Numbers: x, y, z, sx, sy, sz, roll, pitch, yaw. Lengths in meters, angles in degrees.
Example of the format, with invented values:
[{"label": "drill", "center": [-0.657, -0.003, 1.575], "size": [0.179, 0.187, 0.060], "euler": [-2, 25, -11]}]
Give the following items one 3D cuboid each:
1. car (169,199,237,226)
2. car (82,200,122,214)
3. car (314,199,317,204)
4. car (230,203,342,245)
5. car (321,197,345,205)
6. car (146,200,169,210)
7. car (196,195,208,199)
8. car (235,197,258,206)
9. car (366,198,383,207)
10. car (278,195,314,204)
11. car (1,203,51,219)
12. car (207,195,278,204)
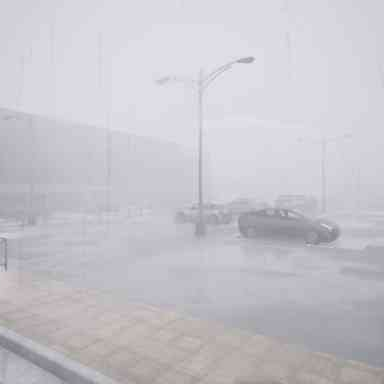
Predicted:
[{"label": "car", "center": [0.731, 1.424, 22.436], "size": [3.806, 1.475, 1.970], "euler": [0, 0, 35]}, {"label": "car", "center": [-10.302, 1.681, 38.172], "size": [1.837, 1.490, 4.892], "euler": [0, 0, 35]}, {"label": "car", "center": [12.883, 1.289, 40.931], "size": [4.605, 1.855, 1.932], "euler": [0, 0, 35]}, {"label": "car", "center": [4.378, 1.490, 15.379], "size": [4.514, 1.523, 2.007], "euler": [0, 0, 35]}, {"label": "car", "center": [23.710, 1.565, 56.035], "size": [3.633, 1.501, 1.845], "euler": [0, 0, 35]}, {"label": "car", "center": [-4.523, 1.740, 46.326], "size": [1.994, 1.385, 4.181], "euler": [0, 0, 36]}, {"label": "car", "center": [2.628, 1.397, 50.057], "size": [2.150, 2.045, 5.566], "euler": [0, 0, 35]}, {"label": "car", "center": [10.013, 1.668, 60.538], "size": [2.128, 1.511, 4.902], "euler": [0, 0, 35]}, {"label": "car", "center": [28.055, 1.576, 49.322], "size": [3.806, 1.475, 1.970], "euler": [0, 0, 35]}, {"label": "car", "center": [11.544, 1.269, 38.320], "size": [3.866, 1.878, 1.905], "euler": [0, 0, 35]}, {"label": "car", "center": [-15.376, 1.740, 30.987], "size": [1.994, 1.385, 4.181], "euler": [0, 0, 35]}, {"label": "car", "center": [4.167, 1.345, 27.866], "size": [5.027, 1.636, 2.152], "euler": [0, 0, 35]}]
